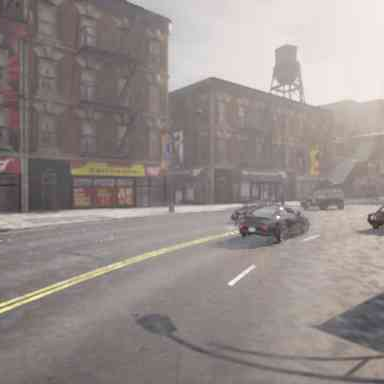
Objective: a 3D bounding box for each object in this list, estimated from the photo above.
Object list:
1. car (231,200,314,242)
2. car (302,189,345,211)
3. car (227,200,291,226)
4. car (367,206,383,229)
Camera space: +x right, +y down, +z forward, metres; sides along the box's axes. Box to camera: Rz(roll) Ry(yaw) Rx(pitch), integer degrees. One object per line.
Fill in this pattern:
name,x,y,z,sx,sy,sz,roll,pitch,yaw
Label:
car,3.801,1.303,15.137,1.812,1.442,4.674,0,1,37
car,13.262,0.744,33.424,5.566,2.045,2.150,-1,1,-39
car,4.342,1.250,21.234,4.181,1.385,1.994,-1,1,-44
car,11.488,1.350,18.178,4.718,1.301,1.895,-1,1,-41
